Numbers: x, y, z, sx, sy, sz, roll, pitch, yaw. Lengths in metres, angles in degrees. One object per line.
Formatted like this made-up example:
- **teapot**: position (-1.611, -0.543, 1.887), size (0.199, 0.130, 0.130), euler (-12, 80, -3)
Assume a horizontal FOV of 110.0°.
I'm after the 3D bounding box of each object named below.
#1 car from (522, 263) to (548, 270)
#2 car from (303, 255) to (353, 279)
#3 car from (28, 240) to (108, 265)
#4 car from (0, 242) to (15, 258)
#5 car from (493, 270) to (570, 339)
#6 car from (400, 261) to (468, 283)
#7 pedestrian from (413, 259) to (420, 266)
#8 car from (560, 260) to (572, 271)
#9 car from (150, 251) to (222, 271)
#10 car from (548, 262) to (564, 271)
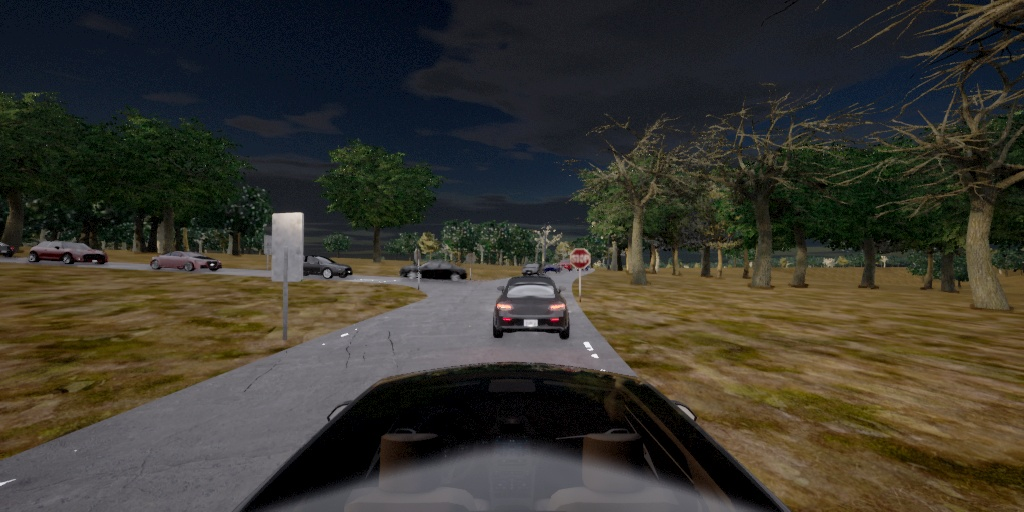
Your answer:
- **car**: position (2.363, 1.535, 39.554), size (1.837, 1.490, 4.892), euler (0, -1, 15)
- **car**: position (-13.322, 0.716, 24.386), size (4.892, 1.490, 1.837), euler (3, -1, 8)
- **car**: position (-33.065, -0.289, 26.840), size (4.553, 1.767, 2.097), euler (2, -1, 7)
- **car**: position (-46.802, -0.652, 31.725), size (4.674, 1.442, 1.812), euler (2, -1, 7)
- **car**: position (0.538, 1.281, 10.018), size (1.812, 1.442, 4.674), euler (0, 0, 3)
- **car**: position (-5.821, 1.105, 27.008), size (5.008, 1.535, 1.882), euler (4, 1, -17)
- **pedestrian**: position (-8.022, 0.850, 30.159), size (0.375, 1.860, 0.375), euler (0, -4, 7)
- **car**: position (9.529, 1.671, 64.350), size (2.150, 2.045, 5.566), euler (0, -1, 15)
- **car**: position (-23.192, 0.351, 25.608), size (4.181, 1.385, 1.994), euler (2, -1, 7)
- **car**: position (5.787, 1.823, 51.226), size (1.895, 1.301, 4.718), euler (0, -1, 17)
